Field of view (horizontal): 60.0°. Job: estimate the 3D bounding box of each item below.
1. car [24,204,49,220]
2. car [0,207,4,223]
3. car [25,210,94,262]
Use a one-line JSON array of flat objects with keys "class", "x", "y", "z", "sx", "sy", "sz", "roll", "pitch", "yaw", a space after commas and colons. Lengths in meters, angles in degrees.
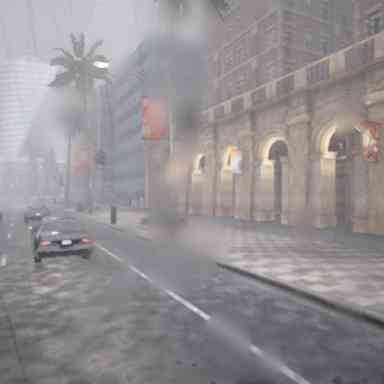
[{"class": "car", "x": -12.969, "y": 1.729, "z": 27.895, "sx": 1.994, "sy": 1.385, "sz": 4.181, "roll": 0, "pitch": 0, "yaw": -27}, {"class": "car", "x": -16.079, "y": 1.724, "z": 26.289, "sx": 1.994, "sy": 1.385, "sz": 4.181, "roll": 0, "pitch": 0, "yaw": -27}, {"class": "car", "x": -5.014, "y": 1.621, "z": 12.538, "sx": 2.033, "sy": 1.411, "sz": 5.357, "roll": 0, "pitch": 0, "yaw": -27}]
